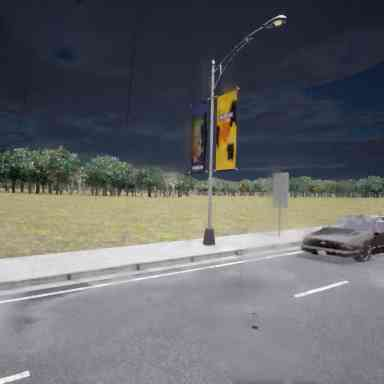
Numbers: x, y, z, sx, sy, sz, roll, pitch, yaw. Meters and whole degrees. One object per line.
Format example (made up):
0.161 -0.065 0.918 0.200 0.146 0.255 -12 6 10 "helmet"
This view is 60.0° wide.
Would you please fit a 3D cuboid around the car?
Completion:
6.324 1.554 12.211 5.357 1.411 2.033 0 0 -36 "car"
